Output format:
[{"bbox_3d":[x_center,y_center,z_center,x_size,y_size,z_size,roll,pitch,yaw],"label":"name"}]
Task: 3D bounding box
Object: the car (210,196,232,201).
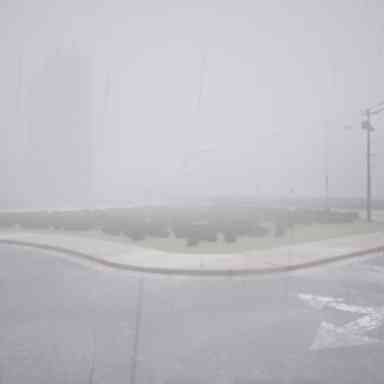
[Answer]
[{"bbox_3d":[4.572,1.311,53.907,1.994,1.385,4.181,-1,0,-35],"label":"car"}]
